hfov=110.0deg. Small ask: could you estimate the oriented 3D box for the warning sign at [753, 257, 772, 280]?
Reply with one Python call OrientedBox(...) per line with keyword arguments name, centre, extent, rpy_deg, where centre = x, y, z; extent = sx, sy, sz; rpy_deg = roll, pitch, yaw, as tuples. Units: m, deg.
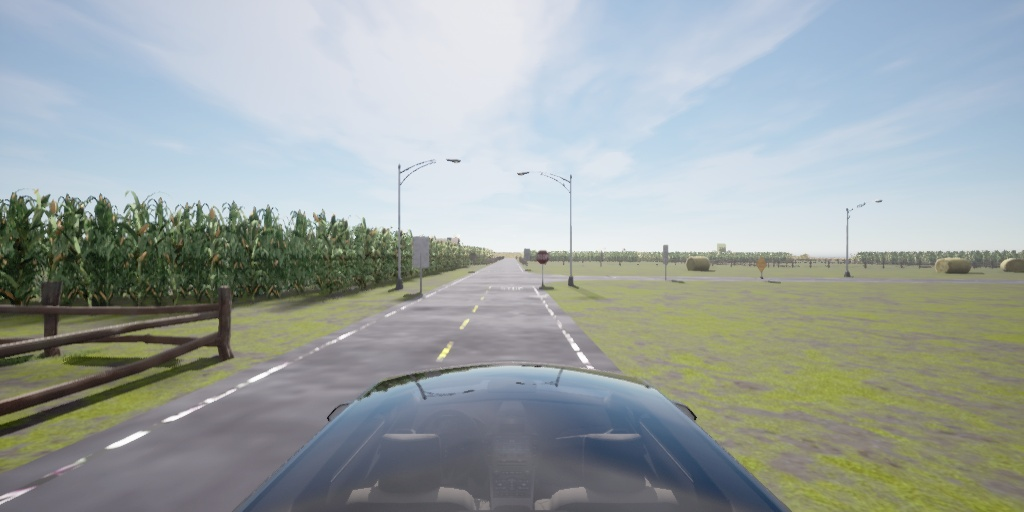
OrientedBox(name="warning sign", centre=(20.464, 0.990, 29.380), extent=(1.060, 1.860, 1.300), rpy_deg=(0, 0, 1))
